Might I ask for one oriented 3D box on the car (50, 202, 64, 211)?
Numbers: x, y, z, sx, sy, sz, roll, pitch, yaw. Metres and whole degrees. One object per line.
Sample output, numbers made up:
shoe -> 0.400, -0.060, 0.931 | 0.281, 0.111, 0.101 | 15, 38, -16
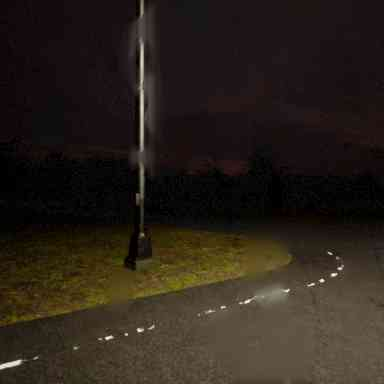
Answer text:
car -> -24.351, 2.575, 59.771 | 2.033, 1.411, 5.357 | 2, -2, -30

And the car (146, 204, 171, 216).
car -> -4.621, 2.298, 43.683 | 2.128, 1.511, 4.902 | 3, -3, -36

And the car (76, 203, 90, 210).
car -> -22.337, 2.906, 68.233 | 1.812, 1.442, 4.674 | 3, -3, -36
